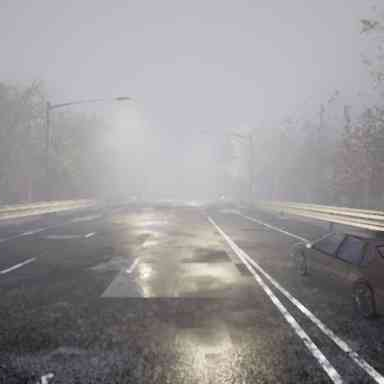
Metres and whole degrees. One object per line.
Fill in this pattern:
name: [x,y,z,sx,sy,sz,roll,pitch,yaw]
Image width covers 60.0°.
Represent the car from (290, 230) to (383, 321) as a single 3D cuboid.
car: [3.864,1.545,7.256,2.033,1.411,5.357,0,0,-3]
